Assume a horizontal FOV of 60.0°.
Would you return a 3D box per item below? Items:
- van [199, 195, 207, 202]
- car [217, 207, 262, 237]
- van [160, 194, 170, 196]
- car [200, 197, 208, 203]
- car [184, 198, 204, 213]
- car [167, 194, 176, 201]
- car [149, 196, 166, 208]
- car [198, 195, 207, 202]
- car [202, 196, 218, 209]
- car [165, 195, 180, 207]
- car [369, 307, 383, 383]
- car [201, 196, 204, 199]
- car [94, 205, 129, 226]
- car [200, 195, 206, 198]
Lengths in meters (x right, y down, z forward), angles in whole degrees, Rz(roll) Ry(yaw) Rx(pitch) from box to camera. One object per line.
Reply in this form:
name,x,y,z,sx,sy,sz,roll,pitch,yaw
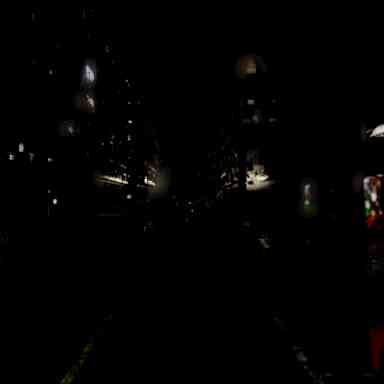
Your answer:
van,2.718,1.594,81.087,1.690,1.788,3.998,1,0,0
car,2.706,1.623,18.426,1.947,1.339,4.313,1,0,0
van,-5.664,1.540,63.936,1.690,1.788,3.998,1,0,0
car,2.713,1.817,75.390,1.802,1.307,4.206,1,0,0
car,0.063,1.719,38.087,1.895,1.301,4.718,0,0,0
car,-5.661,1.604,92.419,2.192,1.841,5.009,1,0,0
car,-5.670,1.729,52.543,1.947,1.339,4.313,1,0,0
car,2.717,1.711,86.783,1.967,1.590,4.097,1,0,0
car,2.710,1.690,46.908,1.887,1.381,4.507,1,0,0
car,-3.051,1.647,54.565,1.882,1.535,5.008,0,0,0
car,2.829,1.320,1.343,2.192,1.841,5.009,1,0,0
car,2.710,1.729,52.604,1.947,1.339,4.313,1,0,0
car,-5.673,1.599,23.892,1.752,1.417,4.829,1,0,0
car,2.711,1.747,58.301,1.947,1.339,4.313,1,0,0
